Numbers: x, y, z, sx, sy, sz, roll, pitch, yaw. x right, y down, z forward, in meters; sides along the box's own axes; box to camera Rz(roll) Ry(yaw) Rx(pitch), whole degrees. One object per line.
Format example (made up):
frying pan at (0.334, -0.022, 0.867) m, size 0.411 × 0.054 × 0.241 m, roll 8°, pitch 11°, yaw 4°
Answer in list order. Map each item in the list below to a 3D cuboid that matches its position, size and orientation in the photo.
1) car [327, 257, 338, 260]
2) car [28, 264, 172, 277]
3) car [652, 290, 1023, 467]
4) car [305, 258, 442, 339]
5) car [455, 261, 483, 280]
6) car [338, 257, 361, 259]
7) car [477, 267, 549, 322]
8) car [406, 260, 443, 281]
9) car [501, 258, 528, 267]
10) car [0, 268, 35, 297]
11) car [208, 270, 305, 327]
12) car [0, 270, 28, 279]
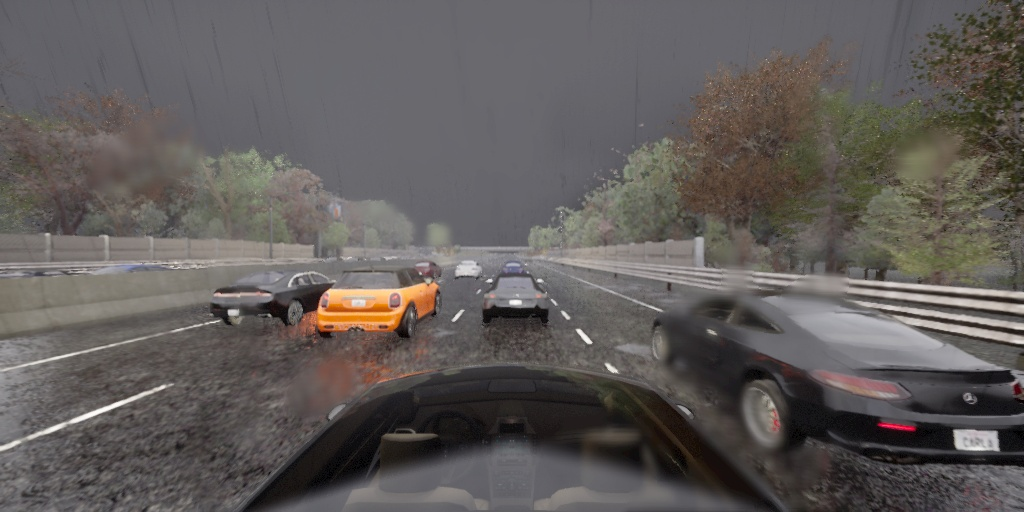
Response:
car at (-28.042, 0.935, 56.555) m, size 1.837 × 1.490 × 4.892 m, roll 0°, pitch 0°, yaw 1°
car at (-17.602, 1.137, 16.303) m, size 1.882 × 1.535 × 5.008 m, roll 0°, pitch 0°, yaw 0°
car at (3.523, 1.190, 4.959) m, size 1.812 × 1.442 × 4.674 m, roll 0°, pitch 0°, yaw 2°
car at (-3.402, 1.049, 10.081) m, size 2.097 × 1.767 × 4.553 m, roll 0°, pitch 0°, yaw 0°
car at (-3.419, 1.112, 28.845) m, size 1.812 × 1.442 × 4.674 m, roll 0°, pitch 0°, yaw 0°
car at (-24.559, 0.940, 55.832) m, size 1.837 × 1.490 × 4.892 m, roll 0°, pitch 0°, yaw 1°
car at (0.100, 1.249, 11.995) m, size 1.994 × 1.385 × 4.181 m, roll 0°, pitch 0°, yaw 0°
car at (-6.904, 1.112, 28.816) m, size 1.812 × 1.442 × 4.674 m, roll 0°, pitch 0°, yaw 0°
car at (0.096, 1.112, 28.812) m, size 1.812 × 1.442 × 4.674 m, roll 0°, pitch 0°, yaw 0°
car at (-24.603, 1.265, 15.420) m, size 1.895 × 1.301 × 4.718 m, roll 0°, pitch 0°, yaw 0°
car at (-6.901, 1.181, 11.327) m, size 2.128 × 1.511 × 4.902 m, roll 0°, pitch 0°, yaw 0°
car at (-21.102, 1.265, 15.448) m, size 1.895 × 1.301 × 4.718 m, roll 0°, pitch 0°, yaw 0°
